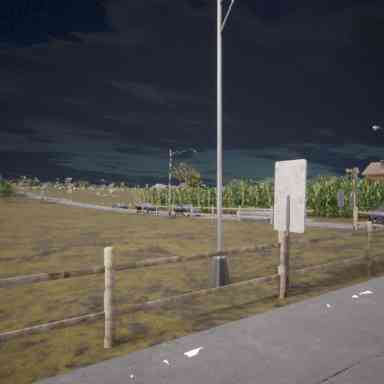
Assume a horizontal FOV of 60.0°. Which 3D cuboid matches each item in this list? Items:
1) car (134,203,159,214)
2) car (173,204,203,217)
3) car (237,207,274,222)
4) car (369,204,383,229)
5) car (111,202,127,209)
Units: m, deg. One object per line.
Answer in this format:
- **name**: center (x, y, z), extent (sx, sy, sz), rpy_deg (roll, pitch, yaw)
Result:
- **car**: center (-6.702, 2.342, 48.811), extent (1.882, 1.535, 5.008), rpy_deg (3, -2, -35)
- **car**: center (-0.651, 2.200, 40.267), extent (1.837, 1.490, 4.892), rpy_deg (3, -3, -35)
- **car**: center (6.396, 2.046, 30.358), extent (1.895, 1.301, 4.718), rpy_deg (3, -3, -35)
- **car**: center (13.841, 1.550, 21.047), extent (2.097, 1.767, 4.553), rpy_deg (3, -3, -44)
- **car**: center (-14.124, 2.599, 64.258), extent (1.994, 1.385, 4.181), rpy_deg (3, -1, -35)
